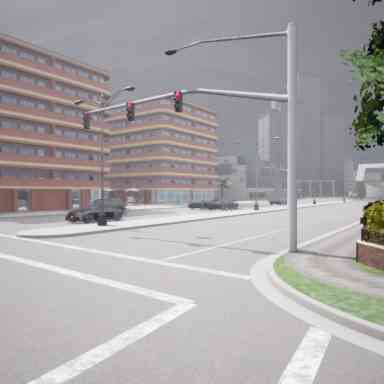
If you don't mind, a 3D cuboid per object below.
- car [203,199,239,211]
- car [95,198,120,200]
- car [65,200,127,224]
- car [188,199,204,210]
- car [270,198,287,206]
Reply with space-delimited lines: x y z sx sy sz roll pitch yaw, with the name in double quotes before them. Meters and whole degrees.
"car" 3.761 1.601 40.058 1.895 1.301 4.718 0 0 36
"car" -8.070 1.351 29.770 2.097 1.767 4.553 0 0 36
"car" -7.259 1.564 24.929 1.994 1.385 4.181 0 0 36
"car" 1.488 1.601 42.881 1.895 1.301 4.718 0 0 36
"car" 14.392 1.653 54.487 1.895 1.301 4.718 0 0 36
